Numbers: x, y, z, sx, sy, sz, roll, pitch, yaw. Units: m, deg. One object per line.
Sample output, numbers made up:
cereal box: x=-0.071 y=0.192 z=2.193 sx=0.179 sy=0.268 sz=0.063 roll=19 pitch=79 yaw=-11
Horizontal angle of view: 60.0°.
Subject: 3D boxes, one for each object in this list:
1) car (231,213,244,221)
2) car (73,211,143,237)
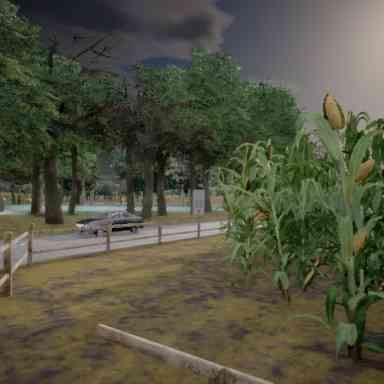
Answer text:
car: x=5.867 y=2.587 z=37.406 sx=1.895 sy=1.301 sz=4.718 roll=1 pitch=-1 yaw=35
car: x=-5.269 y=2.001 z=21.548 sx=2.128 sy=1.511 sz=4.902 roll=1 pitch=-1 yaw=35
